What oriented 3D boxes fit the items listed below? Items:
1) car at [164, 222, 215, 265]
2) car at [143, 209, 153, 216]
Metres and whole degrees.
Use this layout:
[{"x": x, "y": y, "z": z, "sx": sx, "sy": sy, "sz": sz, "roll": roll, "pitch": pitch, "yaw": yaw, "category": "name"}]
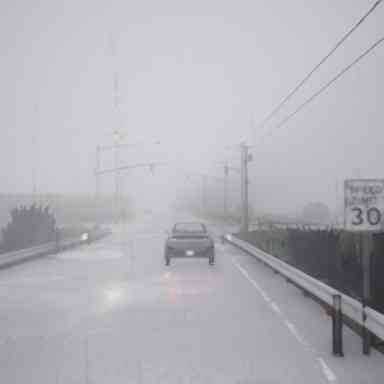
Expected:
[{"x": -0.127, "y": 2.000, "z": 13.681, "sx": 2.128, "sy": 1.511, "sz": 4.902, "roll": 0, "pitch": -3, "yaw": -1, "category": "car"}, {"x": -9.132, "y": 4.137, "z": 68.794, "sx": 1.994, "sy": 1.385, "sz": 4.181, "roll": 0, "pitch": -2, "yaw": -8, "category": "car"}]
